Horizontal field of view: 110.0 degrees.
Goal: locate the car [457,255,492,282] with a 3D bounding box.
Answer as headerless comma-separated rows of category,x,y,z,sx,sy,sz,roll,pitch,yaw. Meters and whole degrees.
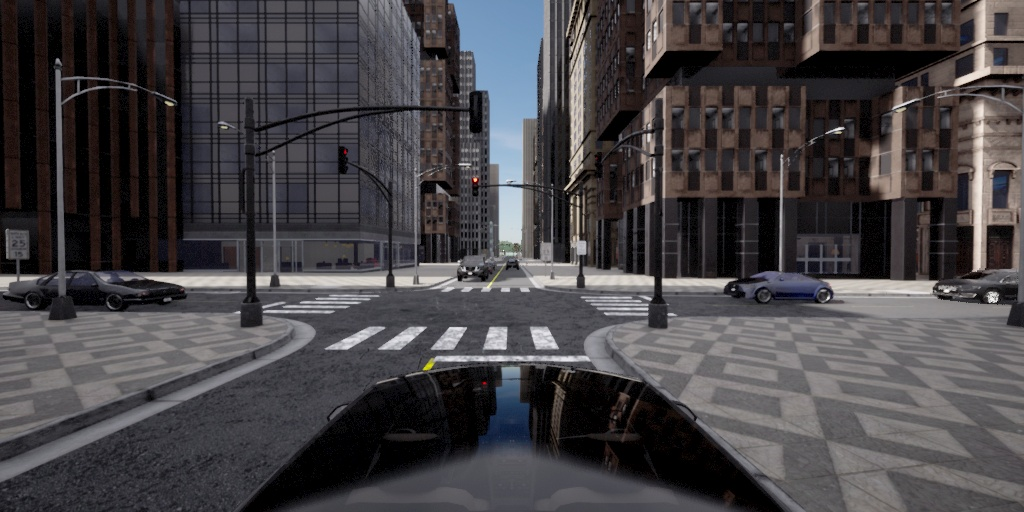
car,-3.117,0.952,29.549,2.150,2.045,5.566,0,0,0

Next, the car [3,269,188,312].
car,-15.374,1.201,13.354,5.357,1.411,2.033,1,1,2

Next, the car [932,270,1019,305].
car,22.549,1.405,16.609,4.892,1.490,1.837,1,1,0

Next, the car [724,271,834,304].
car,12.225,1.386,16.585,4.181,1.385,1.994,0,1,0

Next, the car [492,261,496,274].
car,-3.116,1.283,39.575,1.994,1.385,4.181,0,0,0

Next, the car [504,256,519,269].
car,0.068,1.205,53.609,1.837,1.490,4.892,0,0,0
